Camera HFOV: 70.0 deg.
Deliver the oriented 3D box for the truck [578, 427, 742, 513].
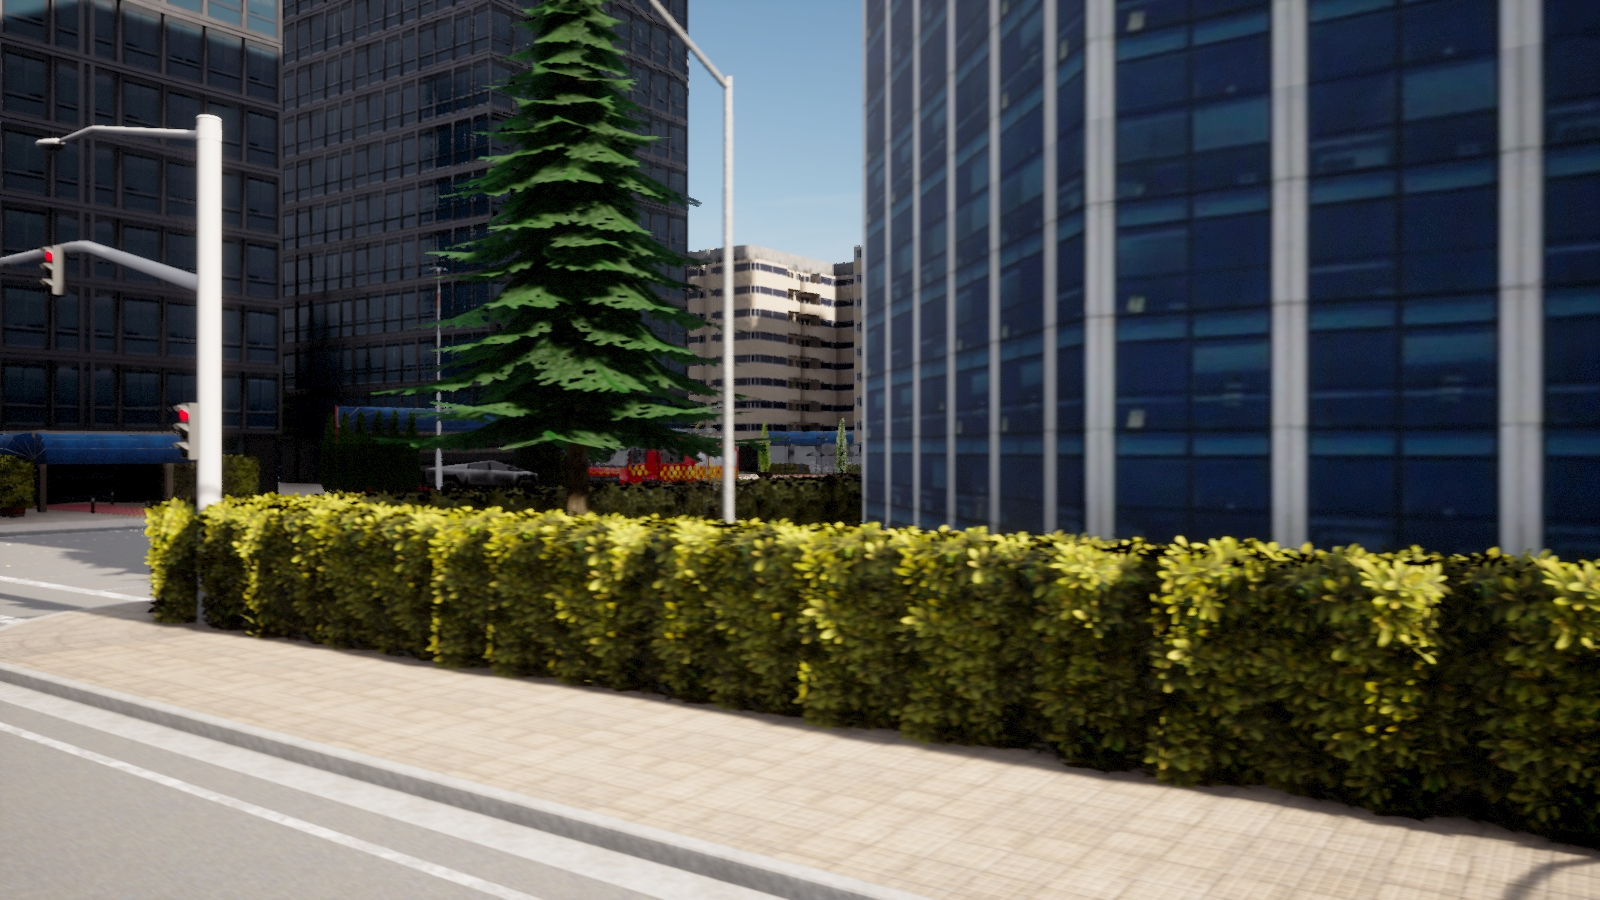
[{"bbox_3d":[-6.516,0.888,54.731,2.891,3.827,8.468,0,0,35],"label":"truck"}]
